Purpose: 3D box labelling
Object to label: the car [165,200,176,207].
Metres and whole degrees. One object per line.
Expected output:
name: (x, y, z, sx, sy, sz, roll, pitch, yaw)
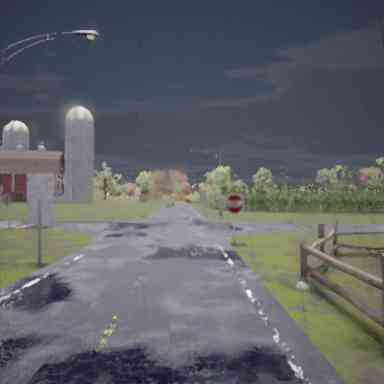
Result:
car: (-4.486, 2.446, 69.948, 1.837, 1.490, 4.892, 0, -1, -3)
